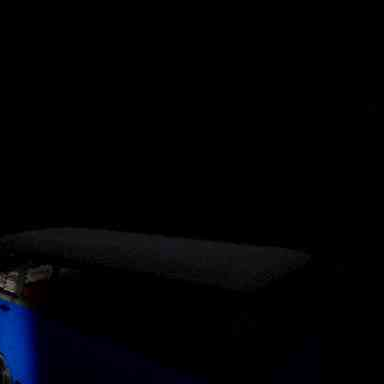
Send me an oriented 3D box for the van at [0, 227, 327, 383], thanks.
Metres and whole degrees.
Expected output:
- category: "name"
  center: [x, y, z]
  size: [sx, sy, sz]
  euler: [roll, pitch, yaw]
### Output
- category: "van"
  center: [-0.701, 1.341, 3.454]
  size: [3.998, 1.788, 1.690]
  euler: [0, 0, 35]
